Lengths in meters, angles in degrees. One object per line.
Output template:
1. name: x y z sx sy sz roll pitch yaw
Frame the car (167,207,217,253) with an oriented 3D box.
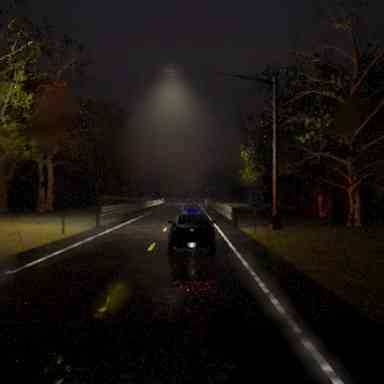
1. car: 0.001 1.641 14.285 1.837 1.490 4.892 0 0 0

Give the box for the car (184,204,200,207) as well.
1. car: -0.002 1.800 29.381 1.812 1.442 4.674 0 0 0
